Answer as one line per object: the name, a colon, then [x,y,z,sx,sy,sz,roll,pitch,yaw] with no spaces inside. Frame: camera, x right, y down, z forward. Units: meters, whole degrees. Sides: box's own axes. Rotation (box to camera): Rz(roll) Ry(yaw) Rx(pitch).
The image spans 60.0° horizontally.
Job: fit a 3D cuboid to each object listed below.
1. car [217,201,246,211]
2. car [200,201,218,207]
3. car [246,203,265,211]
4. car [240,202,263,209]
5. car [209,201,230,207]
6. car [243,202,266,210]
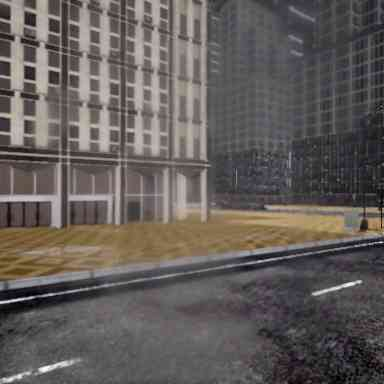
car: [7.052,2.711,59.363,1.994,1.385,4.181,0,-1,-35]
car: [3.663,2.758,75.548,1.812,1.442,4.674,0,-1,-35]
car: [10.275,2.686,60.447,2.033,1.411,5.357,0,-1,-35]
car: [12.310,2.830,68.935,1.895,1.301,4.718,0,-1,-35]
car: [6.319,2.765,77.422,2.128,1.511,4.902,0,-1,-35]
car: [11.965,2.738,63.803,1.994,1.385,4.181,0,-1,-35]
